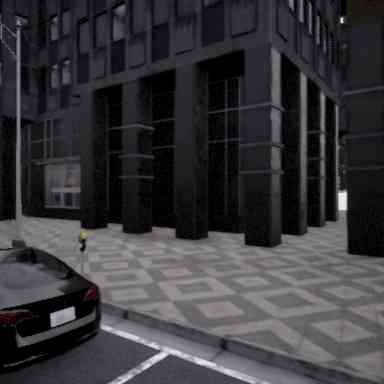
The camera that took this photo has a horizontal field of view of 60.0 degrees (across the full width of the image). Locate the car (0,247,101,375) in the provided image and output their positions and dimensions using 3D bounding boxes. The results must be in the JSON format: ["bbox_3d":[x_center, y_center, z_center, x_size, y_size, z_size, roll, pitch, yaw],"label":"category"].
[{"bbox_3d":[-3.281,1.570,5.302,4.313,1.339,1.947,0,0,35],"label":"car"}]
